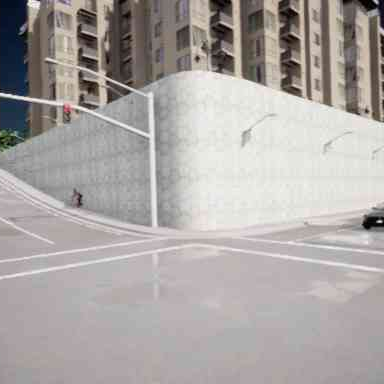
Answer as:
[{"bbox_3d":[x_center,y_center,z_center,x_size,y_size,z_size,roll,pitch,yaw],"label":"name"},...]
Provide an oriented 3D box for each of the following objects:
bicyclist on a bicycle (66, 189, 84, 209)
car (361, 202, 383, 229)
[{"bbox_3d":[-9.327,0.558,26.856,1.656,1.620,0.582,-2,7,-41],"label":"bicyclist on a bicycle"},{"bbox_3d":[10.703,1.227,17.696,4.181,1.385,1.994,-2,0,-42],"label":"car"}]
